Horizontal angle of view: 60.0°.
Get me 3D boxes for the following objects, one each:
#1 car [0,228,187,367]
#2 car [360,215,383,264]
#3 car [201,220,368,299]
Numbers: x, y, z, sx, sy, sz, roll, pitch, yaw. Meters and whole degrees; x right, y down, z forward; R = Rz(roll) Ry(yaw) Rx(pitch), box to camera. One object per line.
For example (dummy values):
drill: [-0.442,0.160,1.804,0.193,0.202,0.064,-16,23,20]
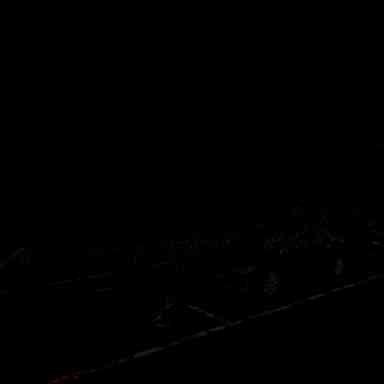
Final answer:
car: [-2.169,1.449,5.104,4.097,1.590,1.967,0,0,-36]
car: [6.629,1.496,11.564,4.507,1.381,1.887,0,0,-36]
car: [2.230,1.531,8.334,4.403,1.369,2.008,0,0,-36]
